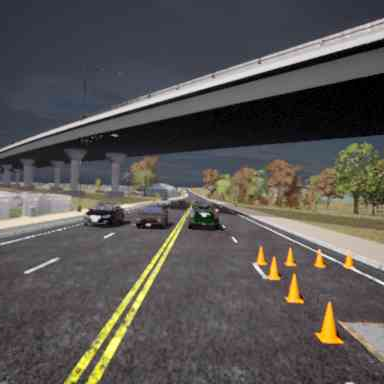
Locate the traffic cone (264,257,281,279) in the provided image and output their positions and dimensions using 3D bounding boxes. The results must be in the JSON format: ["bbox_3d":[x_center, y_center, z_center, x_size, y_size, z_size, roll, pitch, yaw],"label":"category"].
[{"bbox_3d":[2.323,2.135,9.432,0.340,0.580,0.340,2,-1,1],"label":"traffic cone"}]

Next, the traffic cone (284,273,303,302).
[{"bbox_3d":[2.280,2.114,7.432,0.340,0.580,0.340,2,-1,1],"label":"traffic cone"}]

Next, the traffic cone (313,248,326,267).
[{"bbox_3d":[4.363,2.232,11.387,0.340,0.580,0.340,2,-1,1],"label":"traffic cone"}]

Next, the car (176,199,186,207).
[{"bbox_3d":[-1.978,2.089,64.313,1.994,1.385,4.181,2,-1,1],"label":"car"}]

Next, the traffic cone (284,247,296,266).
[{"bbox_3d":[3.365,2.194,11.408,0.340,0.580,0.340,2,-1,1],"label":"traffic cone"}]

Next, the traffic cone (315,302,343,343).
[{"bbox_3d":[2.237,2.094,5.433,0.340,0.580,0.340,2,-1,1],"label":"traffic cone"}]

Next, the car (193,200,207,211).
[{"bbox_3d":[1.255,2.044,52.773,2.128,1.511,4.902,2,0,1],"label":"car"}]

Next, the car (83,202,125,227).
[{"bbox_3d":[-5.873,1.479,22.717,2.128,1.511,4.902,2,-1,1],"label":"car"}]

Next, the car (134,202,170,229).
[{"bbox_3d":[-2.621,1.665,23.118,2.033,1.411,5.357,2,-1,1],"label":"car"}]

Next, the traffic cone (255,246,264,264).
[{"bbox_3d":[2.366,2.155,11.431,0.340,0.580,0.340,2,-1,1],"label":"traffic cone"}]

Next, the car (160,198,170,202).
[{"bbox_3d":[-5.222,1.930,64.340,1.812,1.442,4.674,2,-1,1],"label":"car"}]

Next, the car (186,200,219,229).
[{"bbox_3d":[0.852,1.617,24.377,2.097,1.767,4.553,2,0,1],"label":"car"}]
